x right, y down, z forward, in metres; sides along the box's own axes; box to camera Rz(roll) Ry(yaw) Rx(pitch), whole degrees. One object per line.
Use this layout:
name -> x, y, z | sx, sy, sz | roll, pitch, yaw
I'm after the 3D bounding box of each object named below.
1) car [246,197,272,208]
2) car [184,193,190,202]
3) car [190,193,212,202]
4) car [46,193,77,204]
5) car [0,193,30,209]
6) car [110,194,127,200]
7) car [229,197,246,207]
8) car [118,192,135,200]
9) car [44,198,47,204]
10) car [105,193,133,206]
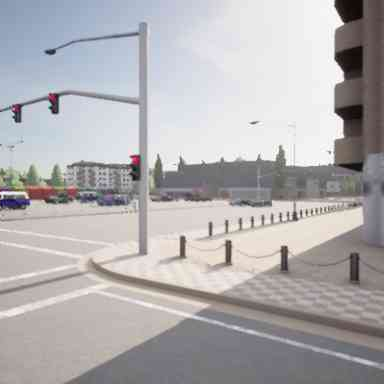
car -> 10.297, 1.509, 49.432 | 1.837, 1.490, 4.892 | 0, 0, 36
car -> -0.069, 1.111, 70.030 | 1.905, 1.878, 3.866 | 0, 0, 36
car -> 2.250, 1.115, 68.298 | 1.932, 1.855, 4.605 | 0, 0, 36
car -> -26.233, 1.065, 67.207 | 1.932, 1.855, 4.605 | 0, 0, 36
car -> -25.953, 1.334, 48.522 | 1.970, 1.475, 3.806 | 0, 0, 36
car -> -18.375, 1.298, 83.147 | 1.970, 1.475, 3.806 | 0, 0, 36
car -> 7.446, 1.487, 51.462 | 2.128, 1.511, 4.902 | 0, 0, 36
car -> -16.029, 1.066, 81.449 | 1.905, 1.878, 3.866 | 0, 0, 36
car -> -28.549, 1.269, 68.949 | 1.784, 1.438, 3.905 | 0, 0, 36
car -> -12.457, 1.346, 57.422 | 1.970, 1.475, 3.806 | 0, 0, 36
